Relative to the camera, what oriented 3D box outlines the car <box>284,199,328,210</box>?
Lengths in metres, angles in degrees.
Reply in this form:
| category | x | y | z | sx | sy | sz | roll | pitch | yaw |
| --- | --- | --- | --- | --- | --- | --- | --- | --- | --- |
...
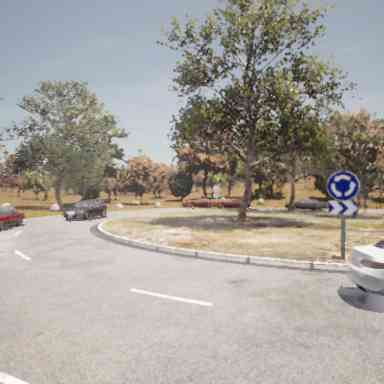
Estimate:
| category | x | y | z | sx | sy | sz | roll | pitch | yaw |
| --- | --- | --- | --- | --- | --- | --- | --- | --- | --- |
| car | 14.355 | 1.575 | 41.635 | 5.357 | 1.411 | 2.033 | 1 | 0 | 16 |

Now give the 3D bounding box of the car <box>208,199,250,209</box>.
| category | x | y | z | sx | sy | sz | roll | pitch | yaw |
| --- | --- | --- | --- | --- | --- | --- | --- | --- | --- |
| car | 4.793 | 1.528 | 41.814 | 4.718 | 1.301 | 1.895 | 0 | 0 | -11 |

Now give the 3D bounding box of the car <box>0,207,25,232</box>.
| category | x | y | z | sx | sy | sz | roll | pitch | yaw |
| --- | --- | --- | --- | --- | --- | --- | --- | --- | --- |
| car | -11.690 | 1.598 | 19.890 | 1.895 | 1.301 | 4.718 | 0 | 0 | -10 |

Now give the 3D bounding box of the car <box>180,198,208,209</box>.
| category | x | y | z | sx | sy | sz | roll | pitch | yaw |
| --- | --- | --- | --- | --- | --- | --- | --- | --- | --- |
| car | 0.853 | 1.521 | 43.883 | 4.718 | 1.301 | 1.895 | 0 | 0 | -20 |

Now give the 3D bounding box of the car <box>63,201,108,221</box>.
| category | x | y | z | sx | sy | sz | roll | pitch | yaw |
| --- | --- | --- | --- | --- | --- | --- | --- | --- | --- |
| car | -8.575 | 1.491 | 27.091 | 2.128 | 1.511 | 4.902 | 0 | 0 | 11 |

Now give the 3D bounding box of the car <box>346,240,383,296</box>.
| category | x | y | z | sx | sy | sz | roll | pitch | yaw |
| --- | --- | --- | --- | --- | --- | --- | --- | --- | --- |
| car | 5.613 | 1.528 | 6.592 | 4.674 | 1.442 | 1.812 | 0 | 0 | 12 |
